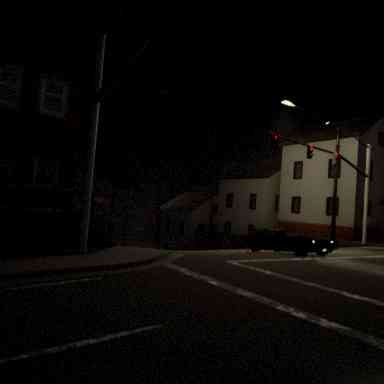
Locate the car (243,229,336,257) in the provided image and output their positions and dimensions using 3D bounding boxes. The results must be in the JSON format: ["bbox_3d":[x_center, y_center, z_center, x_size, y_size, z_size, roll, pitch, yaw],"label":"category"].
[{"bbox_3d":[4.918,2.576,17.332,1.895,1.301,4.718,7,-8,-34],"label":"car"}]

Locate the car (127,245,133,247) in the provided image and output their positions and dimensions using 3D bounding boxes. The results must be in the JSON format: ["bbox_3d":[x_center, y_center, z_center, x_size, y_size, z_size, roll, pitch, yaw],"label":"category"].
[{"bbox_3d":[-7.644,5.997,34.652,1.994,1.385,4.181,6,-19,-36],"label":"car"}]
